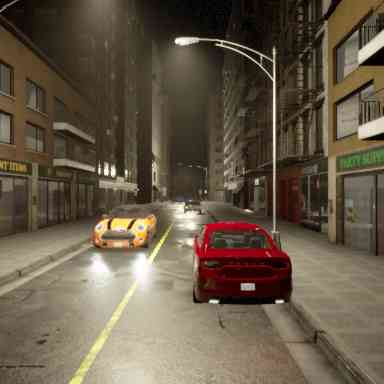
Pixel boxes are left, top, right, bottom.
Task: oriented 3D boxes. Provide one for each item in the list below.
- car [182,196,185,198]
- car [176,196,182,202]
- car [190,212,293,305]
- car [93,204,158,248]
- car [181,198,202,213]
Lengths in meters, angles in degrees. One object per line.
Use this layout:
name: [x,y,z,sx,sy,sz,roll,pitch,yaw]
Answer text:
car: [0.030,1.523,46.711,2.128,1.511,4.902,0,0,0]
car: [-2.745,1.569,78.149,1.882,1.535,5.008,0,0,0]
car: [0.963,1.480,8.201,1.882,1.535,5.008,0,0,0]
car: [-2.749,1.355,14.605,2.097,1.767,4.553,0,0,0]
car: [0.080,1.621,36.636,1.895,1.301,4.718,0,0,0]
